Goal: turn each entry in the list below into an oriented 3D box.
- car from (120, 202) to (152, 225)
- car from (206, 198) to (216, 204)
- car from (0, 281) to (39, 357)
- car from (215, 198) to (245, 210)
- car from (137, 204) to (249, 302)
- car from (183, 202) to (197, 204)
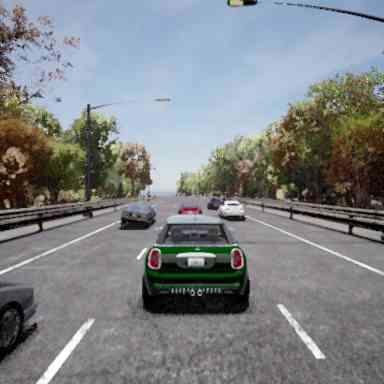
[{"bbox_3d":[-3.525,1.406,22.668,2.033,1.411,5.357,9,2,-1],"label":"car"},{"bbox_3d":[2.927,1.483,43.970,1.812,1.442,4.674,0,0,-1],"label":"car"},{"bbox_3d":[-3.408,1.542,2.943,2.033,1.411,5.357,0,0,0],"label":"car"},{"bbox_3d":[3.305,1.483,28.099,1.812,1.442,4.674,0,0,-1],"label":"car"},{"bbox_3d":[0.064,1.337,8.411,2.097,1.767,4.553,0,0,0],"label":"car"},{"bbox_3d":[-0.166,1.523,27.506,1.994,1.385,4.181,0,0,-1],"label":"car"}]
